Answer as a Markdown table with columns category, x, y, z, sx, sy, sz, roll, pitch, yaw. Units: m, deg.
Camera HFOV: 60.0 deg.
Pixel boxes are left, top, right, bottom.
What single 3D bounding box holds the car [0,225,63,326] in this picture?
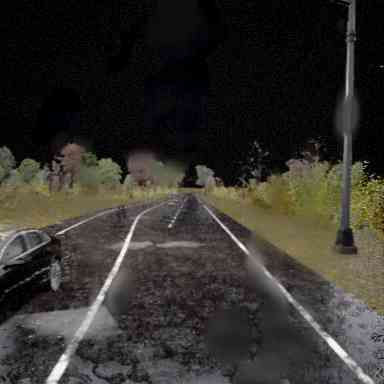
| category | x | y | z | sx | sy | sz | roll | pitch | yaw |
| --- | --- | --- | --- | --- | --- | --- | --- | --- | --- |
| car | -3.702 | 1.379 | 5.728 | 2.128 | 1.511 | 4.902 | 2 | 0 | -5 |
